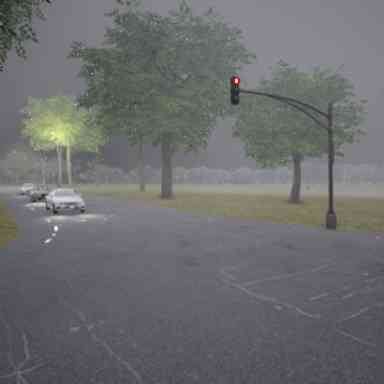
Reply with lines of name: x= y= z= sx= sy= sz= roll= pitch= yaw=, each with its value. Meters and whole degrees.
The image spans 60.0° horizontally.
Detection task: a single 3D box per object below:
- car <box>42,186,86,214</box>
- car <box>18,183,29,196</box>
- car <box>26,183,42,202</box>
car: x=-8.380 y=0.522 z=21.852 sx=1.812 sy=1.442 sz=4.674 roll=-1 pitch=3 yaw=-31
car: x=-19.973 y=-0.342 z=40.787 sx=1.812 sy=1.442 sz=4.674 roll=-1 pitch=3 yaw=-31
car: x=-13.614 y=0.163 z=30.393 sx=1.994 sy=1.385 sz=4.181 roll=-1 pitch=3 yaw=-31
